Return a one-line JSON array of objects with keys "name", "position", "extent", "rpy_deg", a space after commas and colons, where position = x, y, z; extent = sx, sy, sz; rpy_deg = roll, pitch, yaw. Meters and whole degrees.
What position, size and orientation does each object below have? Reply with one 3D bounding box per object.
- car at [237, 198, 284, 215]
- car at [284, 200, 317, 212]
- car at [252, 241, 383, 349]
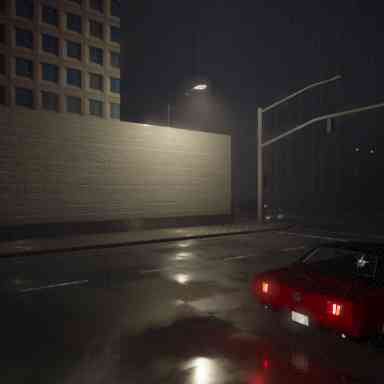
[{"name": "car", "position": [6.848, 1.407, 34.698], "extent": [2.097, 1.767, 4.553], "rpy_deg": [0, 0, -35]}, {"name": "car", "position": [12.478, 1.619, 39.200], "extent": [1.994, 1.385, 4.181], "rpy_deg": [0, 0, -36]}, {"name": "car", "position": [3.440, 1.601, 6.238], "extent": [4.718, 1.301, 1.895], "rpy_deg": [0, 0, -35]}]
